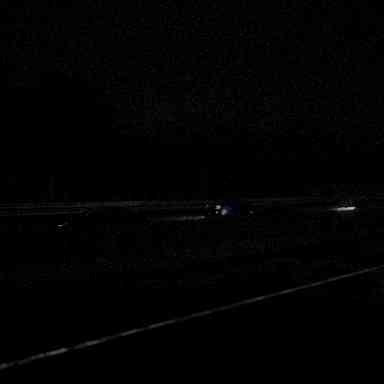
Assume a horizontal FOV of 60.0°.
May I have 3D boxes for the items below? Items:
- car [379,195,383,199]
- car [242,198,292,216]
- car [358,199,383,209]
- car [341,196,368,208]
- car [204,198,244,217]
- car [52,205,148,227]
[{"bbox_3d":[26.826,0.949,43.888,5.566,2.045,2.150,-1,1,-34],"label":"car"},{"bbox_3d":[7.083,1.489,30.146,4.674,1.442,1.812,0,0,-35],"label":"car"},{"bbox_3d":[16.479,1.519,28.252,4.718,1.301,1.895,0,0,-35],"label":"car"},{"bbox_3d":[22.008,1.299,44.805,4.674,1.442,1.812,-1,0,-35],"label":"car"},{"bbox_3d":[3.325,1.329,31.046,4.553,1.767,2.097,0,0,-38],"label":"car"},{"bbox_3d":[-4.800,1.478,17.726,5.008,1.535,1.882,0,0,-35],"label":"car"}]
